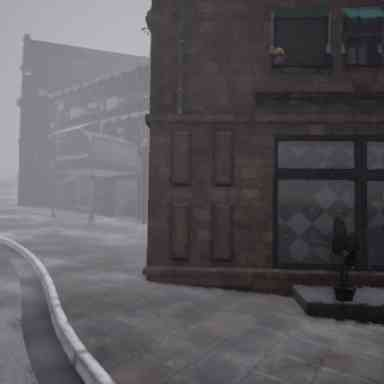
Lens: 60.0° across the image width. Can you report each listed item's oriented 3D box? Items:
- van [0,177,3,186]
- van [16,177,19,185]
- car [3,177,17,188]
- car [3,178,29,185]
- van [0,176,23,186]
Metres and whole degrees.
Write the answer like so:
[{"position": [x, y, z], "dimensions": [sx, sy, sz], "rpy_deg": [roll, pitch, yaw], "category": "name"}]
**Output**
[{"position": [-37.607, -1.568, 60.562], "dimensions": [4.442, 1.987, 1.878], "rpy_deg": [1, 3, -35], "category": "van"}, {"position": [-40.662, -2.233, 72.430], "dimensions": [4.442, 1.987, 1.878], "rpy_deg": [1, 3, -35], "category": "van"}, {"position": [-39.961, -1.842, 69.434], "dimensions": [4.892, 1.521, 2.231], "rpy_deg": [1, 3, -35], "category": "car"}, {"position": [-43.046, -2.512, 81.276], "dimensions": [5.366, 1.575, 1.946], "rpy_deg": [1, 3, -35], "category": "car"}, {"position": [-42.466, -2.572, 78.150], "dimensions": [4.442, 1.987, 1.878], "rpy_deg": [1, 3, -35], "category": "van"}]
